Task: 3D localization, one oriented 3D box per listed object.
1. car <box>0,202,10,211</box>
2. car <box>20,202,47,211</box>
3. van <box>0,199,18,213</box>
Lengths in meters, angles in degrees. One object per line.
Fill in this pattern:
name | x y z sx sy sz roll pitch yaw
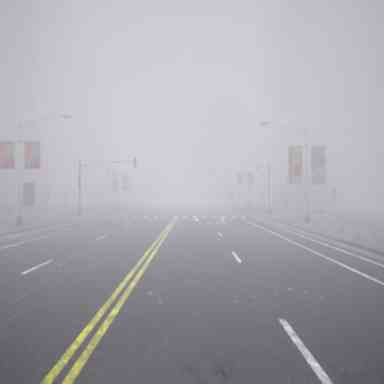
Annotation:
car | -29.240 2.101 48.671 4.206 1.307 1.802 0 -1 0
car | -23.562 2.075 48.673 4.403 1.369 2.008 0 -1 0
van | -23.559 1.748 40.151 3.998 1.788 1.690 0 -1 0
